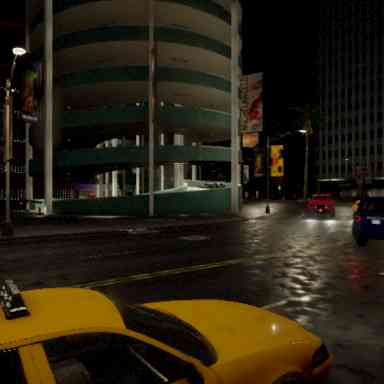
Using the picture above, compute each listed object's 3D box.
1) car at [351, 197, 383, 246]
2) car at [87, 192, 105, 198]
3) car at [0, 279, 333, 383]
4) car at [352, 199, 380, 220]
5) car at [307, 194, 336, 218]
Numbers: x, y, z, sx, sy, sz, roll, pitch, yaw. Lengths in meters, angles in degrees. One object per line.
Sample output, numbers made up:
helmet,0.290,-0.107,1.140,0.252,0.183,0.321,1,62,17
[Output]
car,8.869,1.212,14.328,5.566,2.045,2.150,0,0,-43
car,-19.029,0.979,66.018,2.435,2.045,5.566,0,0,-36
car,-1.037,1.454,2.540,5.366,1.575,1.801,0,0,-35
car,14.986,1.467,28.864,1.882,1.535,5.008,0,0,25
car,11.981,1.192,30.642,2.150,2.045,5.566,0,0,24
